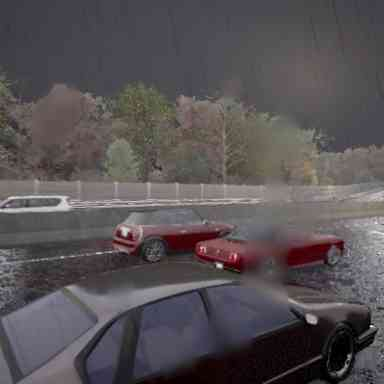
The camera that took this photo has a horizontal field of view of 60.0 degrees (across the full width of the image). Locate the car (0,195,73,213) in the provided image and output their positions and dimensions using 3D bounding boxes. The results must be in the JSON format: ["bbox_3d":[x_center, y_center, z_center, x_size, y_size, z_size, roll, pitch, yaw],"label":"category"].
[{"bbox_3d":[-9.550,1.222,18.677,5.566,2.045,2.150,0,0,-35],"label":"car"}]

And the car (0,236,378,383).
[{"bbox_3d":[-0.109,1.547,3.669,5.357,1.411,2.033,0,0,-36],"label":"car"}]

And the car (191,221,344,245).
[{"bbox_3d":[2.516,1.603,9.840,4.718,1.301,1.895,0,0,-35],"label":"car"}]

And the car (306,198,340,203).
[{"bbox_3d":[19.201,1.506,47.655,5.357,1.411,2.033,0,0,-35],"label":"car"}]

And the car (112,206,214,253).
[{"bbox_3d":[-0.443,1.354,12.028,4.553,1.767,2.097,0,0,-35],"label":"car"}]

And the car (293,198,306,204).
[{"bbox_3d":[17.170,1.613,50.505,4.181,1.385,1.994,0,0,-35],"label":"car"}]
